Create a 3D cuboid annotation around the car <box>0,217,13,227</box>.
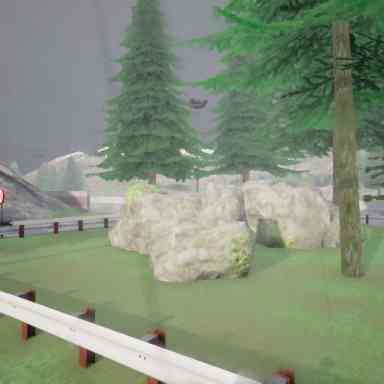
[{"bbox_3d":[-10.981,1.359,15.412,5.357,1.411,2.033,0,0,15],"label":"car"}]
